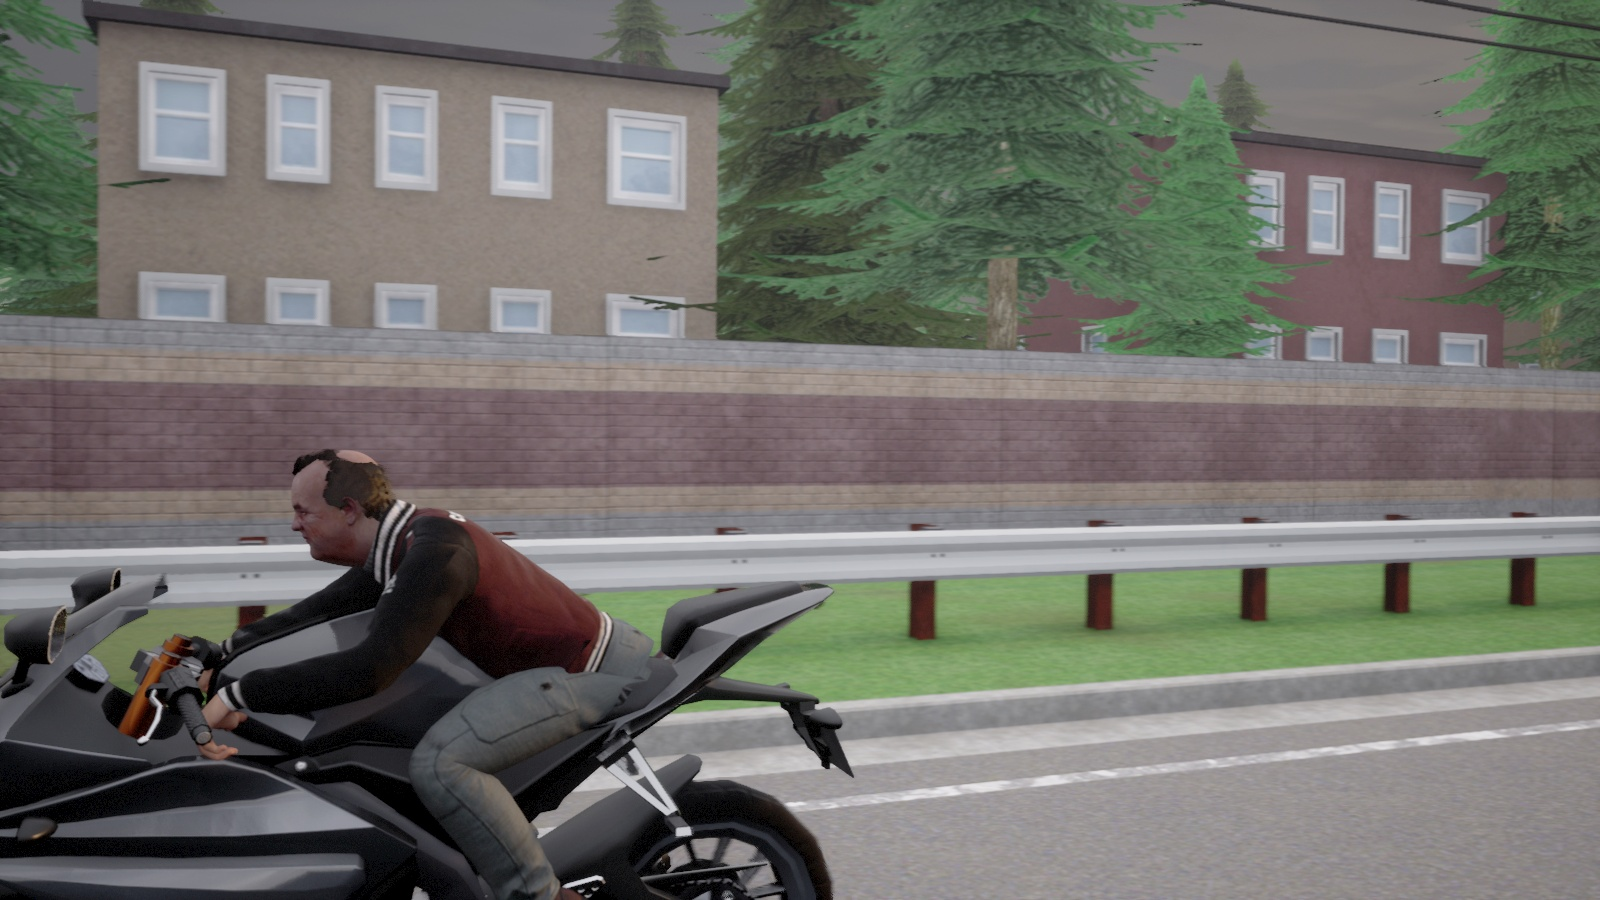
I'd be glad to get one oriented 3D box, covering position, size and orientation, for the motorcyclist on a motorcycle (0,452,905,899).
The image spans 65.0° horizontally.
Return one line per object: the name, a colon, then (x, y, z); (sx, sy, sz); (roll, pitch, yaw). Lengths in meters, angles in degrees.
motorcyclist on a motorcycle: (-0.940, 0.795, 2.883); (2.191, 1.530, 0.866); (-1, 1, -21)
